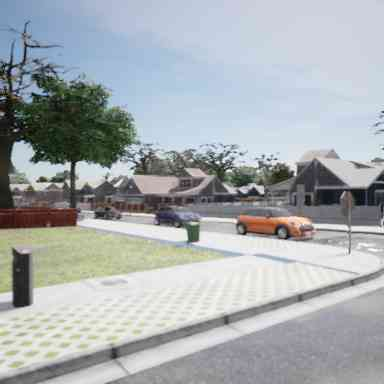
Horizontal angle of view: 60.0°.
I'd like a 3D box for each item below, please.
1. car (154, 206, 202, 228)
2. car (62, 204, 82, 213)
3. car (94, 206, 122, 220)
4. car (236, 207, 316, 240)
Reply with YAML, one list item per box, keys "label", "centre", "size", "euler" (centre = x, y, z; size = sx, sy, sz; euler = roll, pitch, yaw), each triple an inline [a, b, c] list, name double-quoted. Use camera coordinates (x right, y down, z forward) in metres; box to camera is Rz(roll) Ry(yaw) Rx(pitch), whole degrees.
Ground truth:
- label: "car"
  centre: [-1.166, 1.915, 26.866]
  size: [2.097, 1.767, 4.553]
  euler: [0, -1, -36]
- label: "car"
  centre: [-20.569, 2.740, 56.488]
  size: [2.097, 1.767, 4.553]
  euler: [0, -1, -41]
- label: "car"
  centre: [-9.722, 2.422, 38.318]
  size: [1.837, 1.490, 4.892]
  euler: [0, -1, -37]
- label: "car"
  centre: [4.646, 1.655, 18.891]
  size: [2.097, 1.767, 4.553]
  euler: [0, -1, -36]
